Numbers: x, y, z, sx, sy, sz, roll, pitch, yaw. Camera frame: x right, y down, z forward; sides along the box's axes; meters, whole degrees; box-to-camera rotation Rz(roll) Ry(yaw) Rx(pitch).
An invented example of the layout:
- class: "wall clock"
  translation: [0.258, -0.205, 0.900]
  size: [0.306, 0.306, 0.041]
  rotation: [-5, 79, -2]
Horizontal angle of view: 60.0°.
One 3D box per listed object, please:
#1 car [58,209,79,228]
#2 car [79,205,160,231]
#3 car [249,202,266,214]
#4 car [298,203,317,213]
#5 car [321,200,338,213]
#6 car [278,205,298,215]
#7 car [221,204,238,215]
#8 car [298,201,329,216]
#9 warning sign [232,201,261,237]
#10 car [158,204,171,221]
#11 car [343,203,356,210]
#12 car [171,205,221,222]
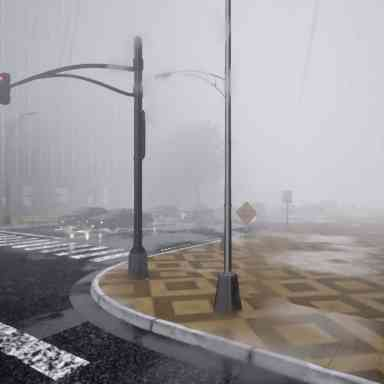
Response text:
- class: "car"
  translation: [-7.828, 1.844, 25.166]
  size: [1.812, 1.442, 4.674]
  rotation: [0, -1, 31]
- class: "car"
  translation: [-4.956, 1.874, 23.638]
  size: [2.033, 1.411, 5.357]
  rotation: [0, -1, 33]
- class: "car"
  translation: [8.132, 2.112, 44.001]
  size: [2.097, 1.767, 4.553]
  rotation: [0, -1, 33]
- class: "car"
  translation: [19.008, 2.593, 54.795]
  size: [1.994, 1.385, 4.181]
  rotation: [0, -1, 33]
- class: "car"
  translation: [21.762, 2.254, 53.069]
  size: [2.150, 2.045, 5.566]
  rotation: [0, -1, 33]
- class: "car"
  translation: [13.573, 2.450, 46.230]
  size: [1.895, 1.301, 4.718]
  rotation: [0, -1, 33]
- class: "car"
  translation: [4.295, 2.320, 44.057]
  size: [1.895, 1.301, 4.718]
  rotation: [0, -1, 33]
- class: "car"
  translation: [16.242, 2.343, 44.378]
  size: [2.128, 1.511, 4.902]
  rotation: [0, -1, 33]
- class: "warning sign"
  translation: [3.050, 1.454, 18.585]
  size: [1.300, 1.860, 1.060]
  rotation: [1, 1, 33]
- class: "car"
  translation: [-2.867, 1.985, 32.912]
  size: [1.837, 1.490, 4.892]
  rotation: [0, 0, 33]
- class: "car"
  translation: [31.294, 2.837, 65.824]
  size: [1.812, 1.442, 4.674]
  rotation: [0, -1, 33]
- class: "car"
  translation: [0.482, 1.998, 32.114]
  size: [2.128, 1.511, 4.902]
  rotation: [0, -1, 33]
